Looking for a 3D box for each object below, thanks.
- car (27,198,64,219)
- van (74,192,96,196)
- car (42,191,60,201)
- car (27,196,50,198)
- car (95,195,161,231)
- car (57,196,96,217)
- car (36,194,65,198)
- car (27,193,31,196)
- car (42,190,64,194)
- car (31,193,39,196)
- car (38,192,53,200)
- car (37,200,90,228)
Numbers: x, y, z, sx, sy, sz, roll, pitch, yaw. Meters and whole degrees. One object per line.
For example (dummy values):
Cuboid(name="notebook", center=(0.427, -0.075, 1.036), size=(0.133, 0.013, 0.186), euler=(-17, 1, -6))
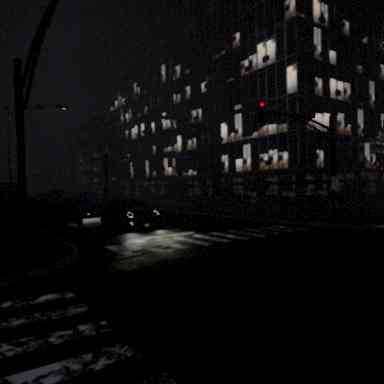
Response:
Cuboid(name="car", center=(-11.598, 1.421, 26.198), size=(1.802, 1.307, 4.206), euler=(-1, 1, -34))
Cuboid(name="van", center=(-14.208, 0.839, 45.058), size=(1.690, 1.788, 3.998), euler=(-1, 1, -34))
Cuboid(name="car", center=(-27.031, 0.694, 63.832), size=(2.192, 1.841, 5.009), euler=(-1, 1, -34))
Cuboid(name="car", center=(-14.755, 1.376, 30.923), size=(1.947, 1.339, 4.313), euler=(-1, 1, -34))
Cuboid(name="car", center=(-3.656, 1.158, 19.369), size=(2.097, 1.767, 4.553), euler=(-2, 1, -35))
Cuboid(name="car", center=(-9.457, 1.304, 27.843), size=(2.033, 1.411, 5.357), euler=(-2, 1, -34))
Cuboid(name="car", center=(-15.270, 1.254, 36.362), size=(2.033, 1.411, 5.357), euler=(-2, 1, -34))
Cuboid(name="car", center=(-36.645, 0.839, 77.915), size=(2.008, 1.369, 4.403), euler=(-1, 1, -34))
Cuboid(name="car", center=(-20.519, 0.760, 49.687), size=(2.150, 2.045, 5.566), euler=(-2, 1, -34))
Cuboid(name="car", center=(-26.487, 1.009, 58.444), size=(1.812, 1.442, 4.674), euler=(-2, 1, -34))
Cuboid(name="car", center=(-30.235, 0.789, 68.527), size=(1.967, 1.590, 4.097), euler=(-1, 1, -34))
Cuboid(name="car", center=(-8.406, 1.433, 21.492), size=(1.947, 1.339, 4.313), euler=(-1, 1, -34))
